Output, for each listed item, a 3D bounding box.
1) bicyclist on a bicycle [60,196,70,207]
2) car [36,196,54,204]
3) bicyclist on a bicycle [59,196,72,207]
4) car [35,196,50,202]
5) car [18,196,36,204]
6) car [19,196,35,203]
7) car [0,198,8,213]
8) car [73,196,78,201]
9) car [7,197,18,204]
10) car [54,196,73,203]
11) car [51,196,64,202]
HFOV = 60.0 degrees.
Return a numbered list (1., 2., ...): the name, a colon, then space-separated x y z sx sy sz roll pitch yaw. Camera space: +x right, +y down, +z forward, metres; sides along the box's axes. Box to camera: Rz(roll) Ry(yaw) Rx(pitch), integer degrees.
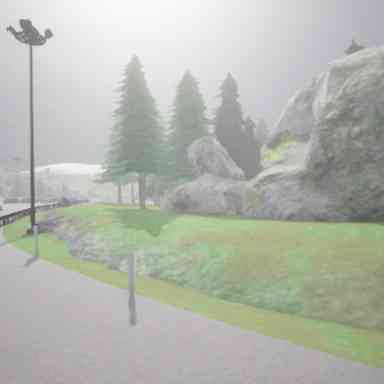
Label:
1. bicyclist on a bicycle: -18.775 1.481 48.839 1.656 1.620 0.582 1 0 -17
2. car: -31.519 1.740 72.248 2.033 1.411 5.357 -1 0 -10
3. bicyclist on a bicycle: -18.950 1.481 49.816 1.656 1.620 0.582 0 -2 11
4. car: -36.786 1.737 81.896 2.128 1.511 4.902 -1 0 -10
5. car: -34.965 1.778 71.637 2.128 1.511 4.902 -1 0 -10
6. car: -40.232 1.790 81.285 2.128 1.511 4.902 -1 0 -10
7. car: -20.876 1.590 33.470 2.033 1.411 5.357 -1 0 -11
8. car: -29.894 1.647 83.119 2.033 1.411 5.357 -1 0 -10
9. car: -38.412 1.783 71.025 1.882 1.535 5.008 -1 0 -10
10. car: -28.074 1.647 72.859 1.837 1.490 4.892 -1 0 -10
11. car: -33.345 1.755 82.537 1.895 1.301 4.718 -1 0 -10
